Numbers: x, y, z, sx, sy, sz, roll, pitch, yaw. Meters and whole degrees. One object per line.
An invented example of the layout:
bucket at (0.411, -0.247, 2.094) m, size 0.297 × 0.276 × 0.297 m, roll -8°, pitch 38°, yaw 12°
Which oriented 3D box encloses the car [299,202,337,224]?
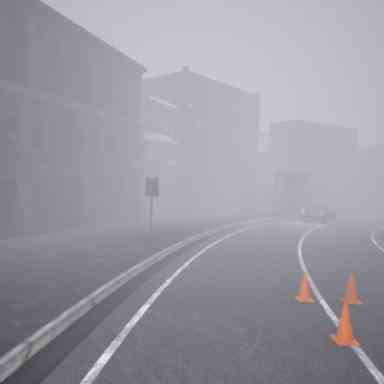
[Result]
car at (11.342, 1.766, 29.720) m, size 2.097 × 1.767 × 4.553 m, roll 5°, pitch 1°, yaw 38°
